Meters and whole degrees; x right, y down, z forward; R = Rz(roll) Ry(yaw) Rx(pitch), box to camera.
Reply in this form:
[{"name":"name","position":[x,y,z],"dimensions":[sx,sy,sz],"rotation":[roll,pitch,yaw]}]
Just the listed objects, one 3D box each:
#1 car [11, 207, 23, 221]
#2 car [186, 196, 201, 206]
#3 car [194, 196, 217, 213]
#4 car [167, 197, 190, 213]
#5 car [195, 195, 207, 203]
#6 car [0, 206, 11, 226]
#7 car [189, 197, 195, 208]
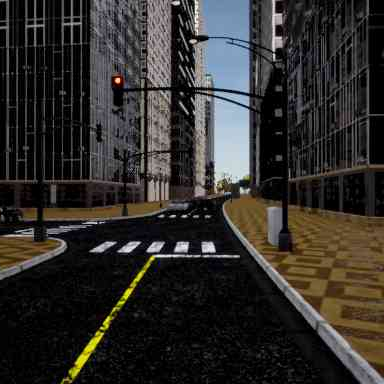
[{"name":"car","position":[-16.497,1.854,28.020],"dimensions":[4.403,1.369,2.008],"rotation":[-1,1,10]},{"name":"car","position":[0.319,1.489,56.553],"dimensions":[2.033,1.411,5.357],"rotation":[0,0,7]},{"name":"car","position":[1.643,1.479,37.462],"dimensions":[1.837,1.490,4.892],"rotation":[0,1,5]},{"name":"car","position":[-1.597,1.576,36.867],"dimensions":[1.895,1.301,4.718],"rotation":[0,0,4]},{"name":"car","position":[1.902,1.460,68.421],"dimensions":[2.033,1.411,5.357],"rotation":[0,0,8]},{"name":"car","position":[-14.893,1.733,21.873],"dimensions":[4.892,1.490,1.837],"rotation":[-1,0,10]},{"name":"car","position":[-0.787,1.452,46.179],"dimensions":[2.128,1.511,4.902],"rotation":[0,0,5]}]
